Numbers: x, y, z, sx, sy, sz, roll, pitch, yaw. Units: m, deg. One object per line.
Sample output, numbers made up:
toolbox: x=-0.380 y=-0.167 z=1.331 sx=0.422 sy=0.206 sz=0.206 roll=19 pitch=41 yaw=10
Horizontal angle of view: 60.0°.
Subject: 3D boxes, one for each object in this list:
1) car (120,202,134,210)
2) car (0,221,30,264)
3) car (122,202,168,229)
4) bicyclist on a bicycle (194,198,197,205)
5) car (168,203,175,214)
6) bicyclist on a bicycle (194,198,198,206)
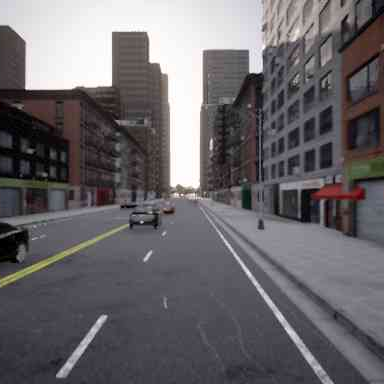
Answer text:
car: x=-9.798 y=2.131 z=51.385 sx=1.895 sy=1.301 sz=4.718 roll=0 pitch=-1 yaw=1
car: x=-6.600 y=1.568 z=9.600 sx=1.882 sy=1.535 sz=5.008 roll=0 pitch=-1 yaw=0
car: x=-3.147 y=1.718 z=23.277 sx=2.128 sy=1.511 sz=4.902 roll=0 pitch=-1 yaw=0
bicyclist on a bicycle: x=0.907 y=2.194 z=78.265 sx=0.659 sy=1.776 sz=1.843 roll=0 pitch=0 yaw=0
car: x=-3.144 y=1.979 z=40.816 sx=1.994 sy=1.385 sz=4.181 roll=0 pitch=-1 yaw=0
bicyclist on a bicycle: x=0.902 y=2.161 z=69.325 sx=0.866 sy=1.612 sz=1.509 roll=0 pitch=-1 yaw=0
